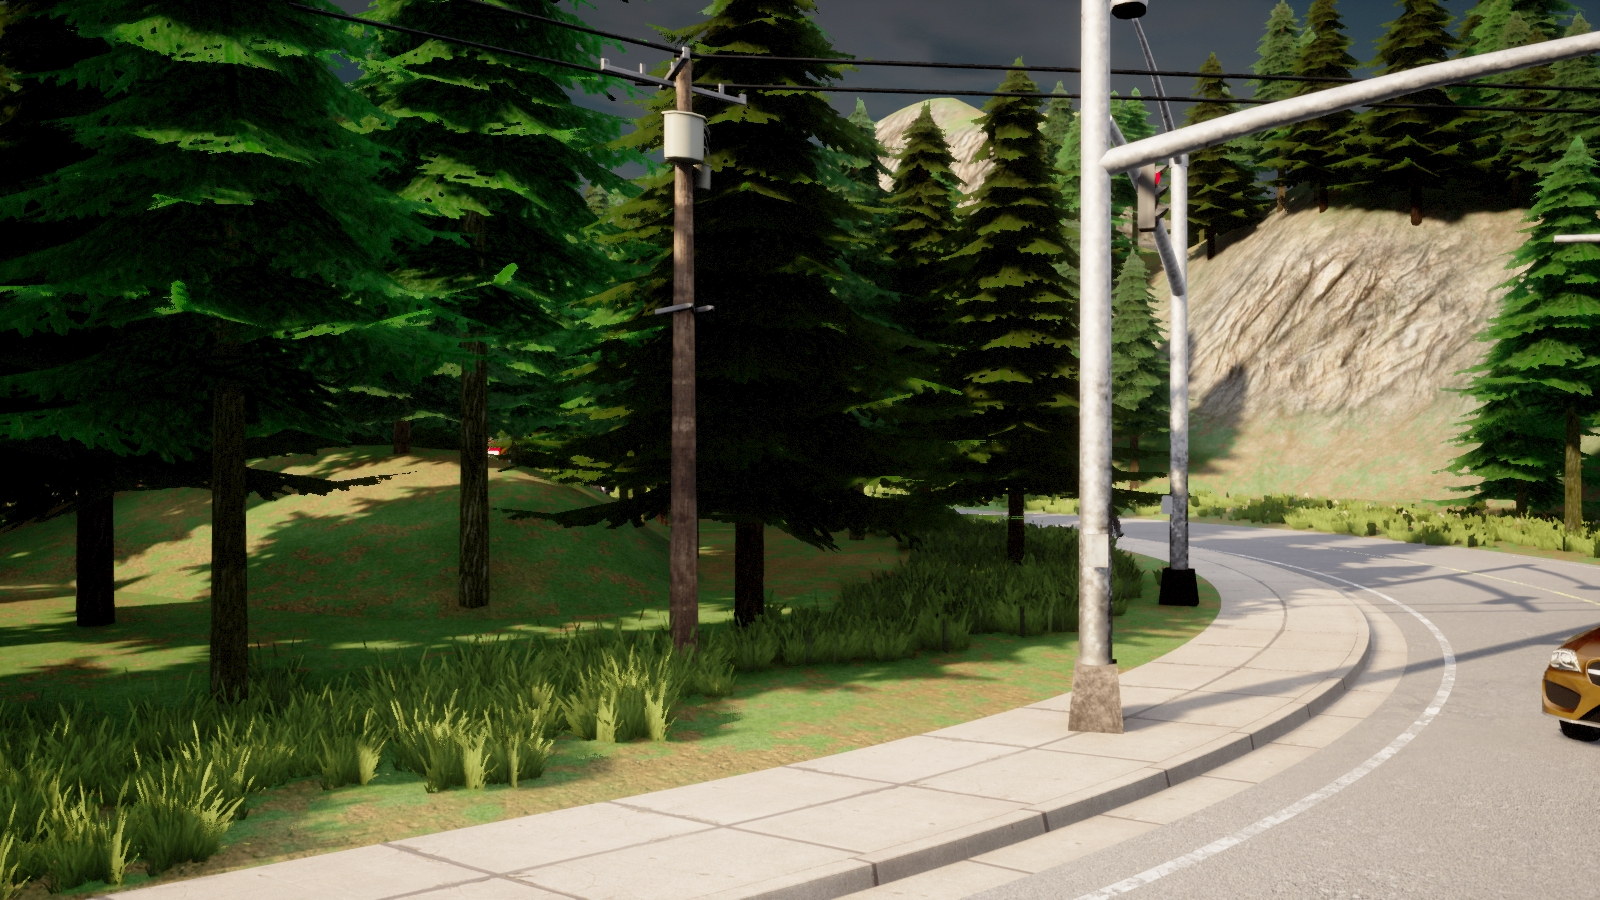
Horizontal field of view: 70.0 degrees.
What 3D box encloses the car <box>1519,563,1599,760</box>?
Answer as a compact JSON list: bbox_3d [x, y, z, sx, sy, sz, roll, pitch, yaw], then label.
[{"bbox_3d":[9.577,1.970,11.147,5.027,1.651,2.152,0,0,-29],"label":"car"}]
